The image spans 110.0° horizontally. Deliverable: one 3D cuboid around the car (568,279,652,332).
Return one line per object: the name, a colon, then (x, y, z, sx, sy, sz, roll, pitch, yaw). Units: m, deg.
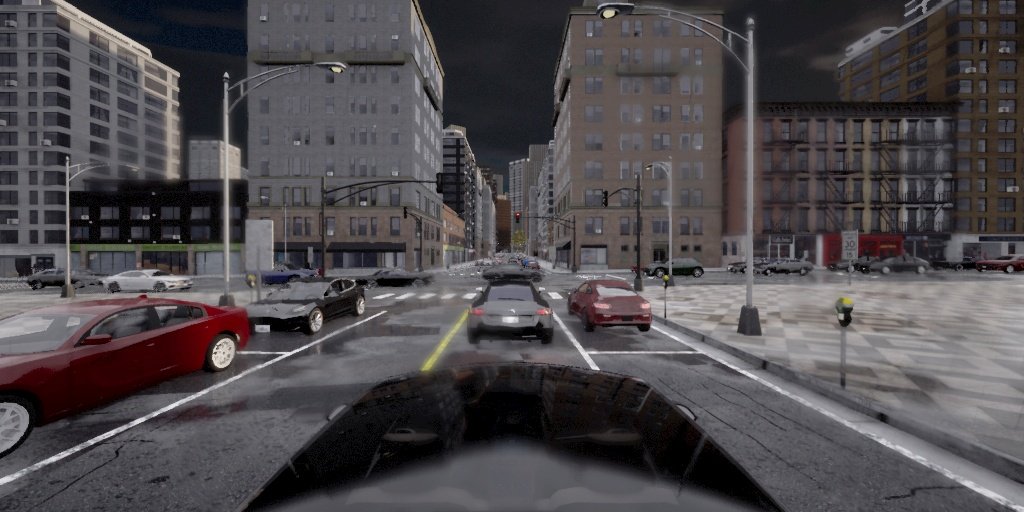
car: (2.719, 1.330, 10.560, 1.802, 1.307, 4.207, 0, 0, 0)

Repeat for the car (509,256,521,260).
car: (0.173, 1.142, 60.668, 1.837, 1.490, 4.892, 0, 0, 0)

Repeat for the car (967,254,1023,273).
car: (41.878, 0.608, 29.881, 5.008, 1.535, 1.882, -1, 0, 0)

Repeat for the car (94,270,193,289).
car: (-23.377, 1.591, 23.102, 4.674, 1.442, 1.812, -1, 0, 0)

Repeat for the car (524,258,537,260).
car: (2.793, 1.258, 47.772, 1.802, 1.307, 4.207, 0, 0, 0)

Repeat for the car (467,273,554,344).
car: (-0.035, 1.313, 9.562, 1.994, 1.385, 4.181, 0, 0, 0)

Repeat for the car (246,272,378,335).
car: (-5.806, 1.314, 10.516, 1.948, 1.339, 4.313, 0, 0, 0)

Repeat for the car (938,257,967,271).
car: (41.788, 0.716, 33.133, 4.718, 1.301, 1.895, -1, 0, 0)

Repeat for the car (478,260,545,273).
car: (0.088, 1.262, 26.392, 4.674, 1.442, 1.812, -1, 0, 0)

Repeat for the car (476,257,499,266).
car: (-3.073, 1.209, 45.563, 1.812, 1.442, 4.674, 0, 0, 2)

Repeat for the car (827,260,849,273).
car: (31.992, 0.752, 33.144, 4.892, 1.490, 1.837, -1, 0, 0)

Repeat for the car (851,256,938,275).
car: (31.751, 0.772, 29.892, 4.892, 1.490, 1.837, -1, 0, 0)

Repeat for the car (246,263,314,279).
car: (-16.745, 1.315, 26.361, 4.553, 1.767, 2.097, -1, 0, 0)

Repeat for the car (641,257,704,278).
car: (13.332, 0.876, 29.865, 4.553, 1.767, 2.097, -1, 0, 0)

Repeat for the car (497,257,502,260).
car: (-3.039, 1.201, 55.213, 2.033, 1.411, 5.357, 0, 0, 0)

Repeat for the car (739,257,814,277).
car: (22.285, 0.889, 29.881, 4.902, 1.511, 2.128, -1, 0, 0)

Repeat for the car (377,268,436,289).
car: (-7.346, 1.448, 23.124, 4.718, 1.301, 1.895, -1, 1, 0)

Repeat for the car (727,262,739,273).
car: (22.521, 0.869, 33.132, 4.902, 1.511, 2.128, -1, 0, 0)

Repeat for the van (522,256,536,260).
van: (2.811, 1.000, 53.324, 1.690, 1.789, 3.998, 0, 0, 0)

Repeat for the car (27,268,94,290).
car: (-32.331, 1.651, 26.337, 4.902, 1.511, 2.128, -1, 0, 0)

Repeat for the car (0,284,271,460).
car: (-5.776, 1.295, 4.872, 1.888, 1.381, 4.507, 0, 0, 0)

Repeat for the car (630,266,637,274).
car: (13.480, 1.106, 33.117, 4.718, 1.301, 1.895, -1, 0, 0)

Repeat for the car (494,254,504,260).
car: (-2.970, 0.971, 65.122, 2.097, 1.767, 4.553, 0, 0, 1)
